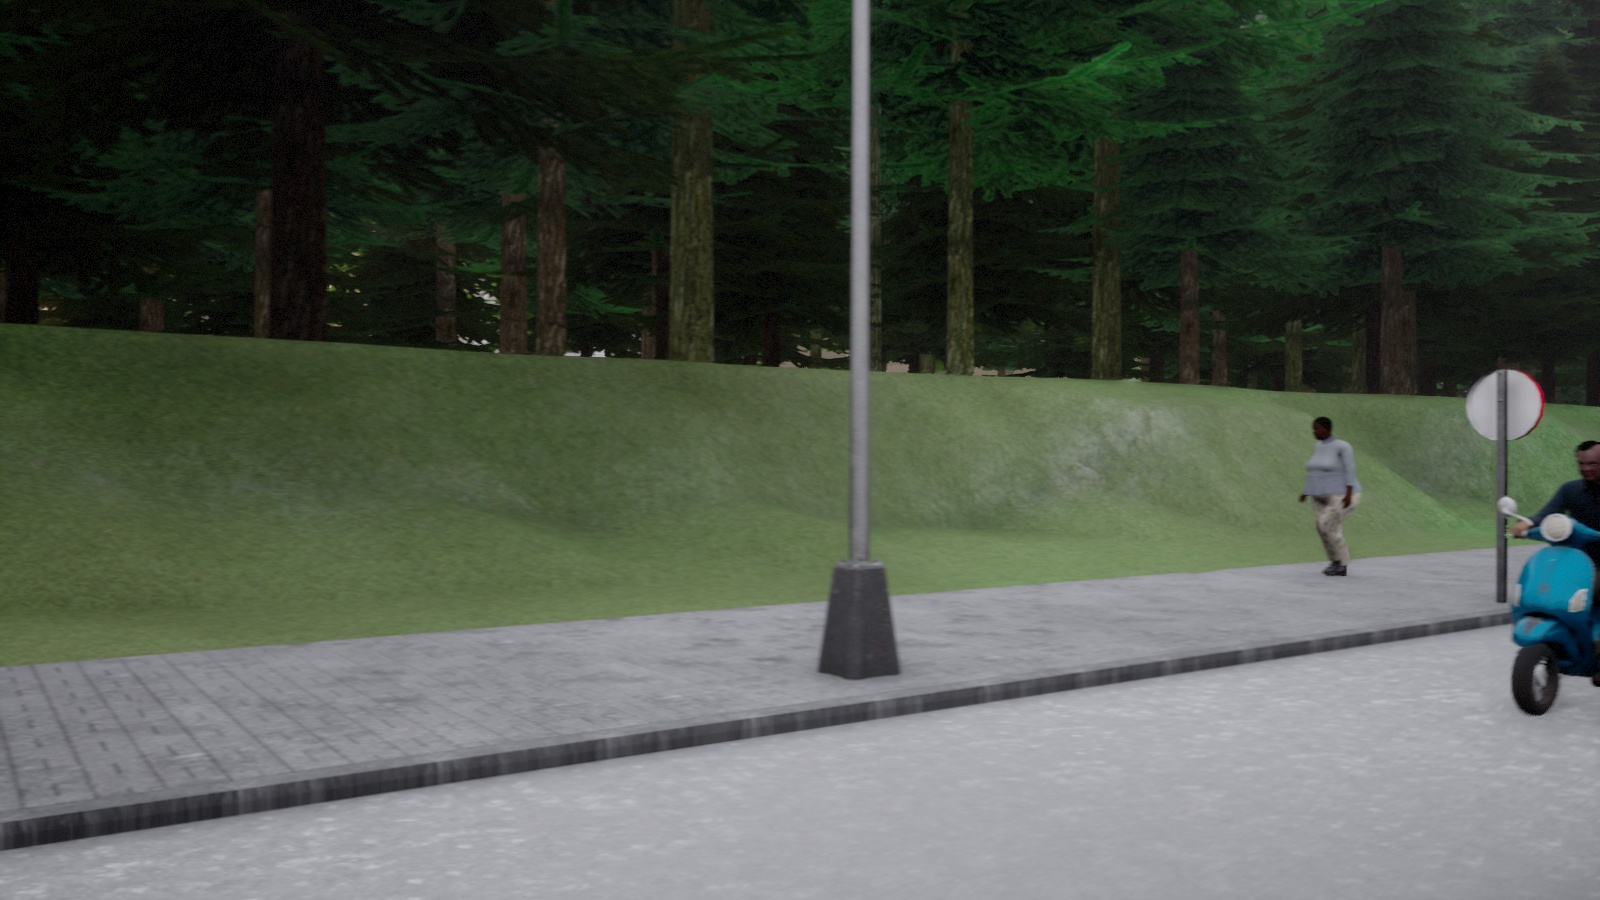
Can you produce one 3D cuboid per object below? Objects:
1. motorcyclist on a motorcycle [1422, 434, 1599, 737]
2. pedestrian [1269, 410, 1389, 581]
[{"bbox_3d":[4.618,0.716,7.481,1.817,1.590,0.866,0,0,-35],"label":"motorcyclist on a motorcycle"},{"bbox_3d":[5.951,0.493,14.164,0.900,1.855,0.874,0,0,-13],"label":"pedestrian"}]
